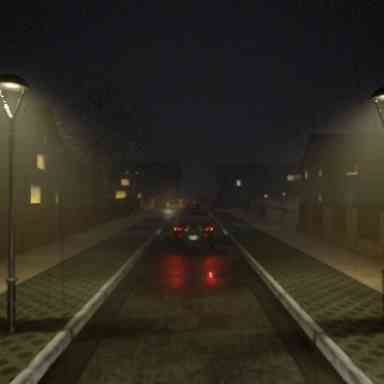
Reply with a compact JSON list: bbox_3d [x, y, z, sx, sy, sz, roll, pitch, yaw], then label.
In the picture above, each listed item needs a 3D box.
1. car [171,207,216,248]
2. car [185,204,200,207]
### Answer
[{"bbox_3d":[0.072,1.602,15.147,1.812,1.442,4.674,0,0,0],"label":"car"},{"bbox_3d":[0.058,1.701,27.865,1.994,1.385,4.181,0,0,0],"label":"car"}]
